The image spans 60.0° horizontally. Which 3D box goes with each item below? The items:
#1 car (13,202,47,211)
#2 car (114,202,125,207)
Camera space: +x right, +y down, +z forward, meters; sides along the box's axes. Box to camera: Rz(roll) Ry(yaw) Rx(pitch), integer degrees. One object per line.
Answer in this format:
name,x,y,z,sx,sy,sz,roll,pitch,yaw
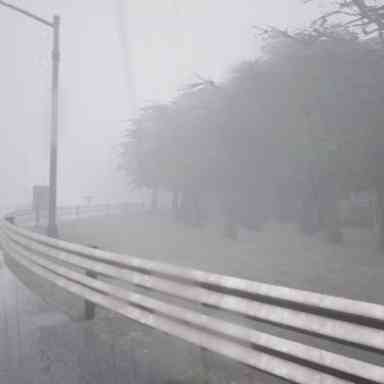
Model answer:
car,-23.124,2.125,47.823,2.033,1.411,5.357,1,-1,14
car,-16.078,2.880,74.721,1.895,1.301,4.718,1,-1,16
